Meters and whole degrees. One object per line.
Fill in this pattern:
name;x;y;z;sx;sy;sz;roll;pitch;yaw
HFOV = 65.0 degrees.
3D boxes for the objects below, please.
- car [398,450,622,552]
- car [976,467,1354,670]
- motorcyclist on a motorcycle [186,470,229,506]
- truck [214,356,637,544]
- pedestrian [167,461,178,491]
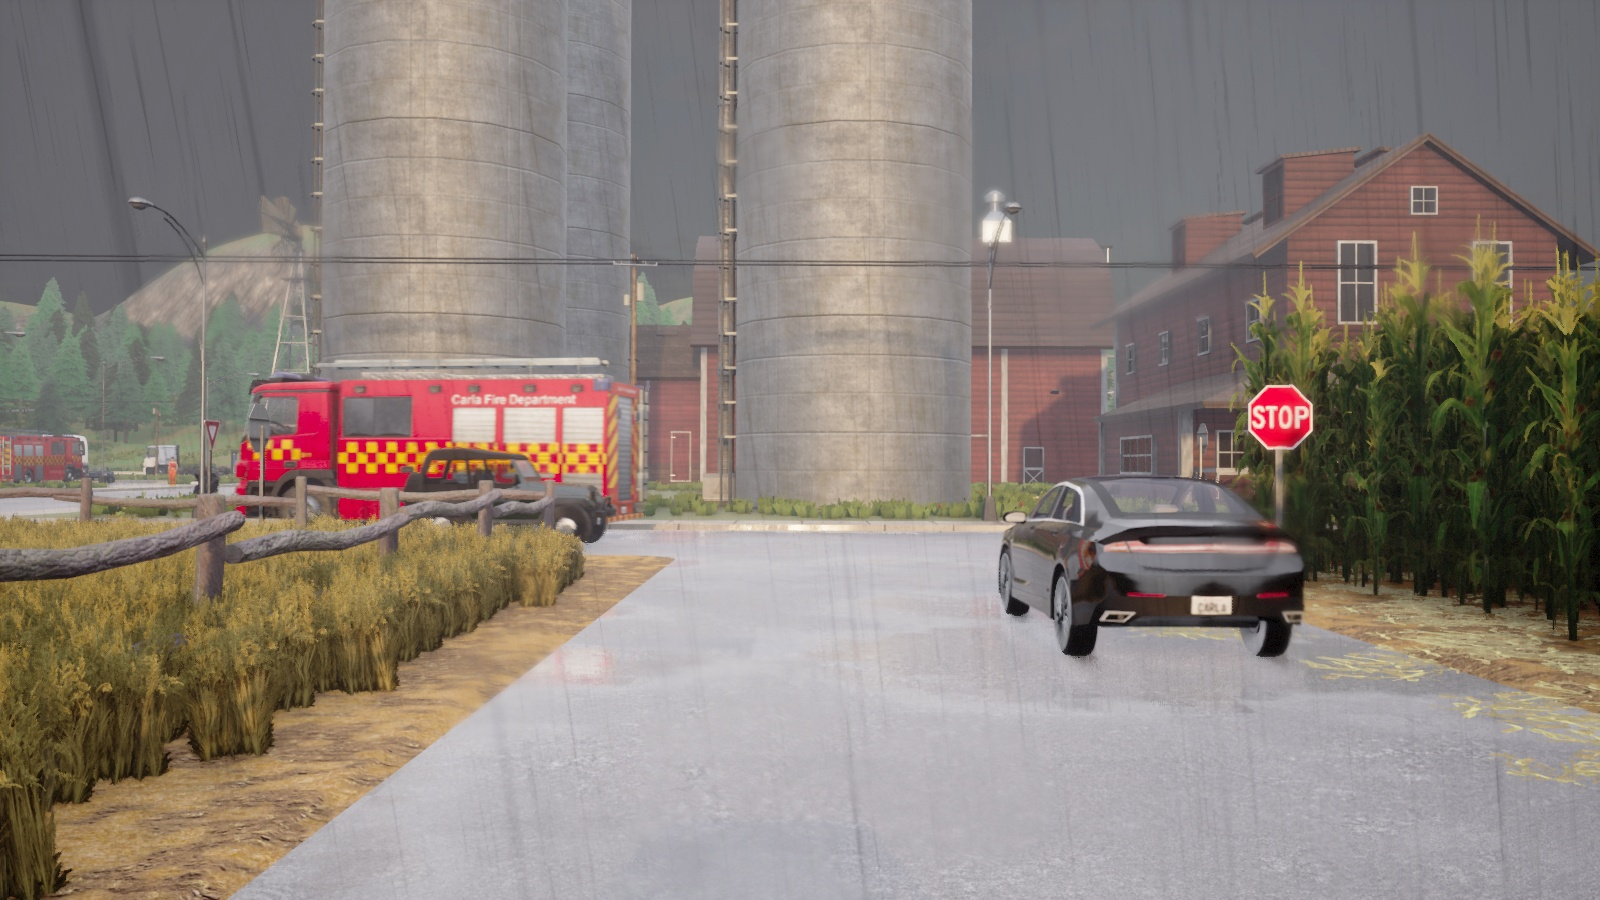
car;-5.502;0.953;24.193;3.866;1.878;1.905;0;-1;1
car;3.084;0.923;11.880;2.128;1.511;4.902;0;-1;0
motorcyclist on a motorcycle;-26.207;1.672;55.583;0.866;1.530;2.191;0;-1;-1
truck;-8.106;0.047;27.632;8.468;3.827;2.891;0;-1;8
pedestrian;-38.453;1.612;76.959;0.345;1.836;0.594;0;-1;-3
